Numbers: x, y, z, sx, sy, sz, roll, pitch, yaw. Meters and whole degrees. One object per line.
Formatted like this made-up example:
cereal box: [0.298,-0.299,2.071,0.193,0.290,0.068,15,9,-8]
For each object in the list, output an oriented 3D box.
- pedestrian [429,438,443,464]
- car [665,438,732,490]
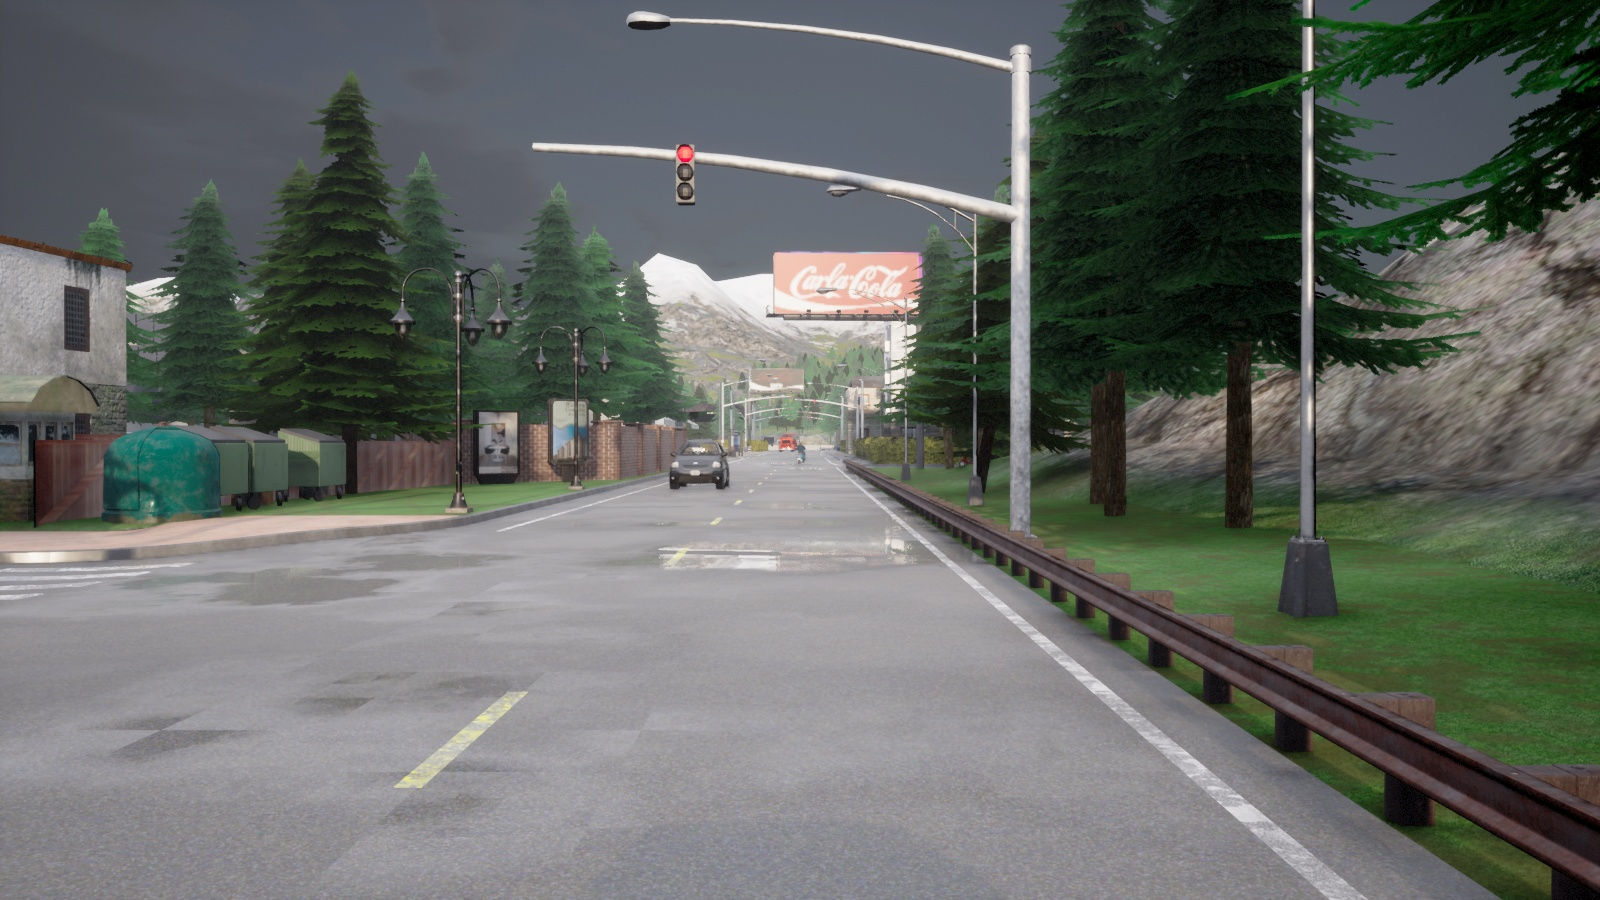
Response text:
pedestrian: [-26.101,0.054,90.008,0.849,1.883,0.563,0,0,0]
car: [-3.250,0.411,40.923,1.851,1.617,3.988,0,0,0]
